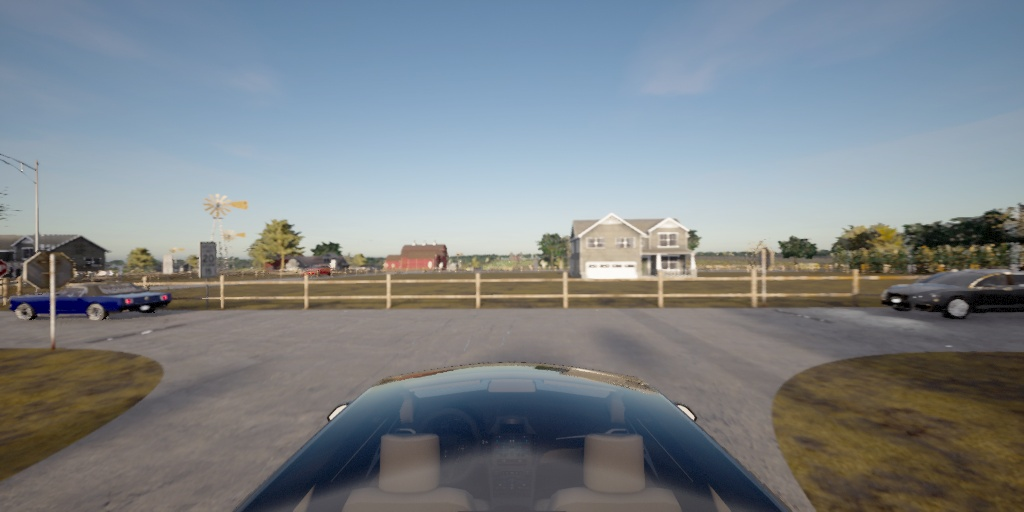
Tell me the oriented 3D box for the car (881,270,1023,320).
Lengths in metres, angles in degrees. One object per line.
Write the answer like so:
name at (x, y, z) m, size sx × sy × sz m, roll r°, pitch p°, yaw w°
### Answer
car at (15.251, 1.218, 11.827) m, size 4.892 × 1.490 × 1.837 m, roll -1°, pitch 0°, yaw 4°

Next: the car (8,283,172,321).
car at (-16.112, 1.708, 13.785) m, size 4.718 × 1.301 × 1.895 m, roll -1°, pitch 0°, yaw 5°
